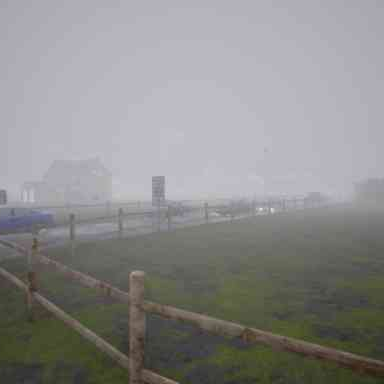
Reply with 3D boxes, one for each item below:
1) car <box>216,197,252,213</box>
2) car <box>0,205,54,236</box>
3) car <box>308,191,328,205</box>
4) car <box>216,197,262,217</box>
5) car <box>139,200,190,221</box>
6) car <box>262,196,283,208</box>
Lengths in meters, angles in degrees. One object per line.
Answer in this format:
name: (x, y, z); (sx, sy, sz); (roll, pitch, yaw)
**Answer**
car: (4.617, 1.363, 35.961); (1.837, 1.490, 4.892); (-1, 0, 34)
car: (-9.358, 1.441, 16.247); (1.882, 1.535, 5.008); (0, 0, 40)
car: (20.421, 0.939, 53.911); (2.150, 2.045, 5.566); (-1, 0, 34)
car: (4.113, 1.405, 30.018); (2.033, 1.411, 5.357); (-1, 0, 34)
car: (-2.078, 1.401, 26.157); (2.128, 1.511, 4.902); (-1, 0, 34)
car: (10.839, 1.311, 45.039); (1.837, 1.490, 4.892); (-1, 0, 34)
